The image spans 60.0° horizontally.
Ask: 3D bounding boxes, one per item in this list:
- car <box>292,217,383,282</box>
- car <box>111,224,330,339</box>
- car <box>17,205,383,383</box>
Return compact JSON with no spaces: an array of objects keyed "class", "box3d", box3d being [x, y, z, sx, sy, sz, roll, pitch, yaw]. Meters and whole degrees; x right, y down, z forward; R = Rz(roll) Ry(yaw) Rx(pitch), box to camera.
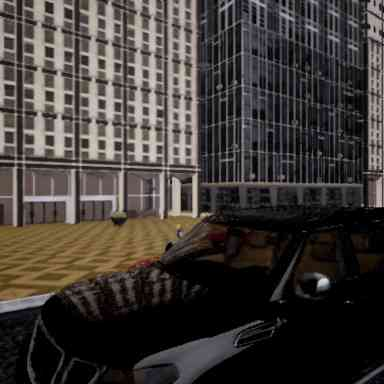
[{"class":"car","box3d":[5.288,1.592,10.340,4.313,1.339,1.947,0,0,-36]},{"class":"car","box3d":[0.788,1.556,7.129,4.507,1.381,1.887,0,0,-36]},{"class":"car","box3d":[1.017,1.229,4.083,5.566,2.045,2.150,0,0,-35]}]
